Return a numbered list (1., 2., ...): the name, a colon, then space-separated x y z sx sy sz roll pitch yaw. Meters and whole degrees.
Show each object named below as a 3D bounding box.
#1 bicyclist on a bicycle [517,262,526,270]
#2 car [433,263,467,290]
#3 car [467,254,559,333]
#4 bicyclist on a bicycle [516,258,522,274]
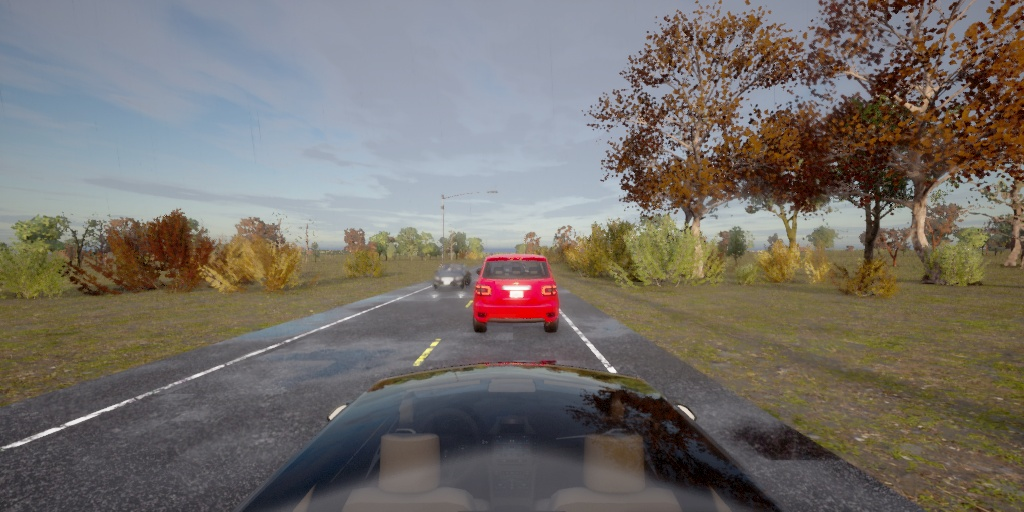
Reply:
1. bicyclist on a bicycle: 0.873 1.109 30.073 0.659 1.776 1.843 0 0 0
2. car: -3.655 1.234 22.573 2.128 1.511 4.902 0 0 0
3. car: 0.083 0.968 10.894 2.150 2.045 5.566 0 0 -1
4. bicyclist on a bicycle: 0.802 1.106 40.086 0.659 1.776 1.843 0 0 0
